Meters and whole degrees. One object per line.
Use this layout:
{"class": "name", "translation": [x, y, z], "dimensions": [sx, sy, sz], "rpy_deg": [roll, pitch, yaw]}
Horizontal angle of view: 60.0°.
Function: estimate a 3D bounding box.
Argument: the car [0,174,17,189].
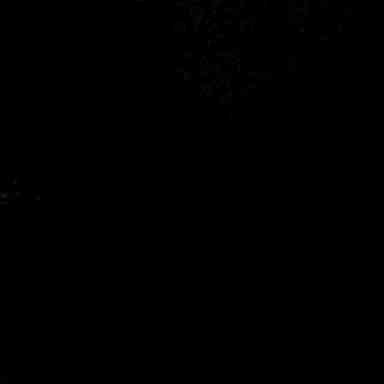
{"class": "car", "translation": [-25.547, -1.371, 44.308], "dimensions": [5.566, 2.045, 2.150], "rpy_deg": [6, 3, 35]}
